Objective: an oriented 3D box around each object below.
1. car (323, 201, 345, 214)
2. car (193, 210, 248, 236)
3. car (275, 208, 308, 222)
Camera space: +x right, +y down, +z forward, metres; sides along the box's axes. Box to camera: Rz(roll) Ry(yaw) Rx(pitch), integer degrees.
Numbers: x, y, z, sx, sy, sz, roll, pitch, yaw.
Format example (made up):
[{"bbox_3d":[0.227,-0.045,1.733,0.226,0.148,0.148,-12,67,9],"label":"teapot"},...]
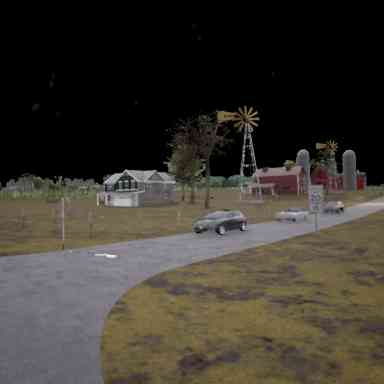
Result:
[{"bbox_3d":[19.592,2.043,46.004,2.097,1.767,4.553,-2,-1,36],"label":"car"},{"bbox_3d":[1.967,1.951,21.823,1.837,1.490,4.892,-2,-2,36],"label":"car"},{"bbox_3d":[9.800,2.227,32.610,1.895,1.301,4.718,-2,-2,36],"label":"car"}]
